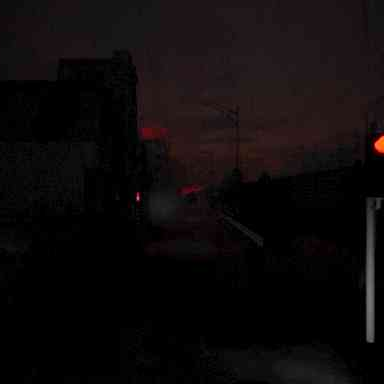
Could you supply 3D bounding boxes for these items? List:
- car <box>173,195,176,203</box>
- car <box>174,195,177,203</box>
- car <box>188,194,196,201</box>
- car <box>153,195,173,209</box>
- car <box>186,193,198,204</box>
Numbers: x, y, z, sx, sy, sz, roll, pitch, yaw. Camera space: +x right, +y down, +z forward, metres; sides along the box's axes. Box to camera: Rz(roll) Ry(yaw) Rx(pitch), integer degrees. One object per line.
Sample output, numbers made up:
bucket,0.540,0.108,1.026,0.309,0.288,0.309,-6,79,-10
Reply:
car,-4.132,1.601,54.616,1.895,1.301,4.718,0,0,0
car,-4.078,1.352,67.090,2.097,1.767,4.553,0,0,0
car,-0.064,1.310,76.718,1.882,1.535,5.008,0,0,0
car,-4.130,1.492,44.382,2.128,1.511,4.902,0,0,0
car,-0.053,1.221,66.327,2.150,2.045,5.566,0,0,0
